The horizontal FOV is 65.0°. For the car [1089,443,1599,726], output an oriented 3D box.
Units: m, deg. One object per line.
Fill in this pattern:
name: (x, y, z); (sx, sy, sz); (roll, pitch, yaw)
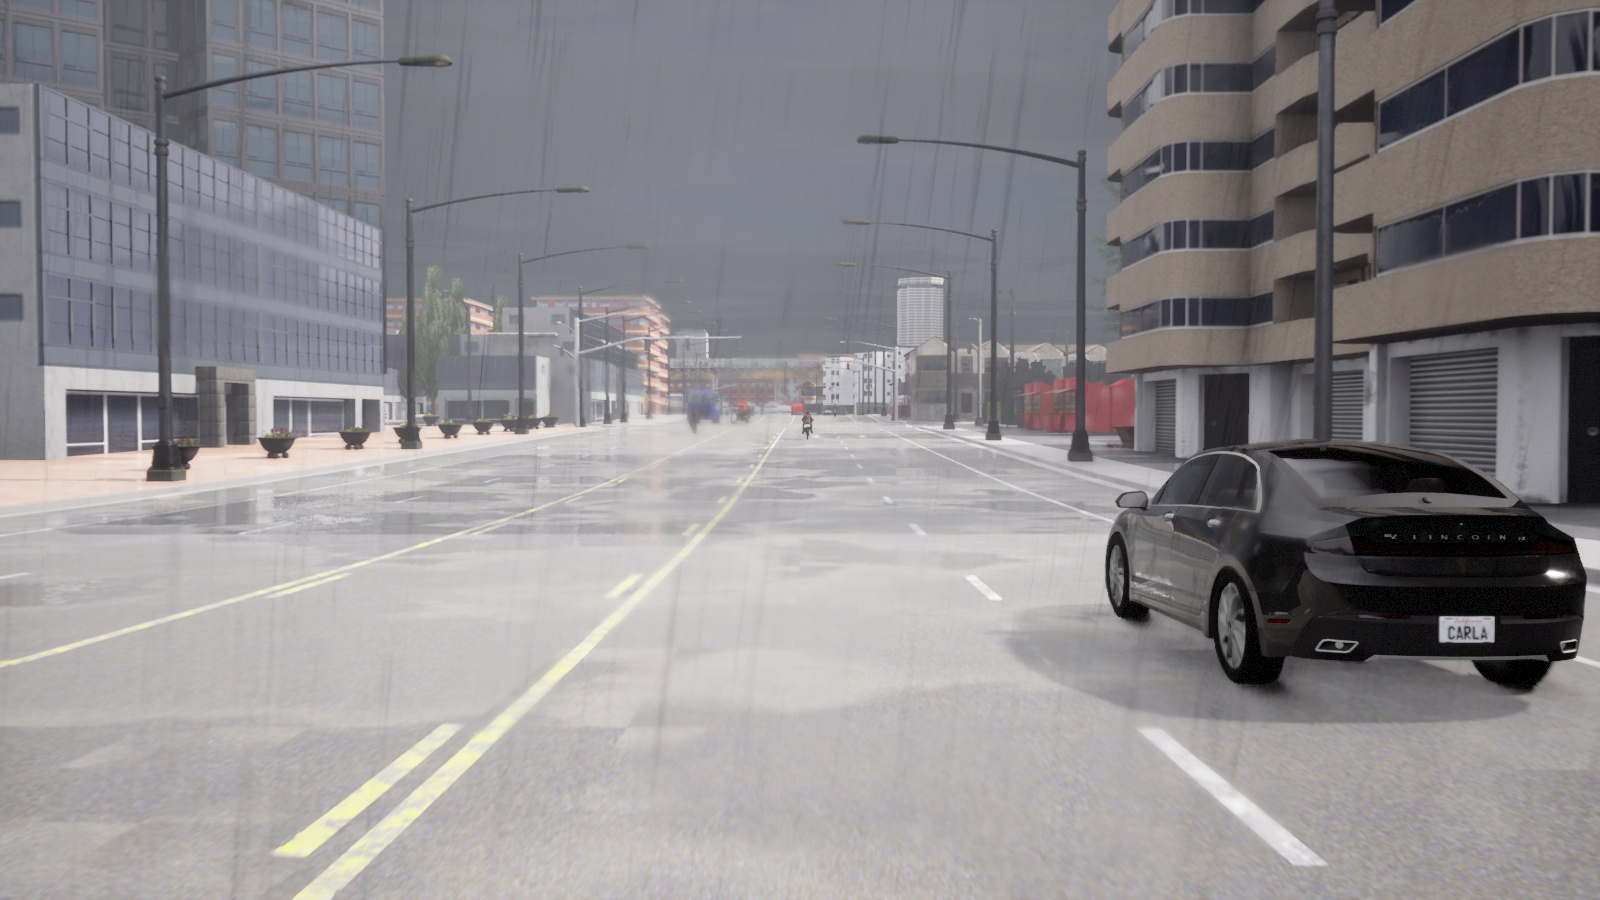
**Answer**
car: (3.567, 0.699, 9.101); (1.837, 1.490, 4.892); (0, 0, 0)
